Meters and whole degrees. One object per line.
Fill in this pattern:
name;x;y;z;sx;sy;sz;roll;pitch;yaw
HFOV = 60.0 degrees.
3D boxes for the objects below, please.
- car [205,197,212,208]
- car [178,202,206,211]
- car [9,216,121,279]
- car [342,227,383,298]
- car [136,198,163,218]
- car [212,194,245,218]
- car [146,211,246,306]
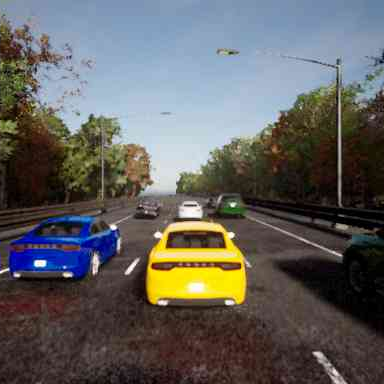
car;2.852;1.474;45.807;1.812;1.442;4.674;0;0;-2
car;-0.141;1.485;26.335;1.812;1.442;4.674;0;0;-1
car;-3.445;1.458;9.989;1.882;1.535;5.008;0;0;0
car;4.541;1.214;5.327;2.150;2.045;5.566;0;0;0
car;-3.619;1.334;28.860;2.128;1.511;4.902;10;1;-1
car;3.266;1.178;29.455;2.150;2.045;5.566;0;0;-1
car;0.068;1.461;8.101;1.882;1.535;5.008;0;0;0
